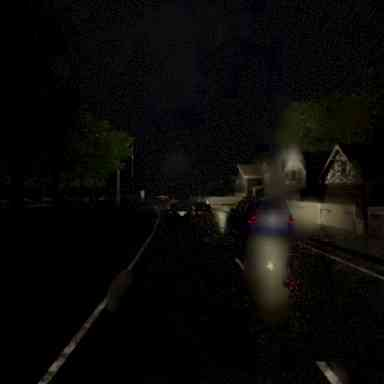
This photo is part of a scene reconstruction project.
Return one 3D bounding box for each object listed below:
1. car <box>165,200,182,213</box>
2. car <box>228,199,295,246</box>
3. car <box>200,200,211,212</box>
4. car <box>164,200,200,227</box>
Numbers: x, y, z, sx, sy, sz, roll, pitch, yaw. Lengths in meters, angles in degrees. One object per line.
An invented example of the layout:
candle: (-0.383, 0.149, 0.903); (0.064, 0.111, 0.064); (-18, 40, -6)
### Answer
car: (-2.356, 1.768, 41.562); (1.812, 1.442, 4.674); (0, 0, -6)
car: (3.181, 1.337, 16.179); (2.150, 2.045, 5.566); (0, 0, -3)
car: (1.171, 1.725, 41.506); (2.128, 1.511, 4.902); (0, 0, -6)
car: (-0.820, 1.522, 24.570); (2.097, 1.767, 4.553); (0, 0, -4)
